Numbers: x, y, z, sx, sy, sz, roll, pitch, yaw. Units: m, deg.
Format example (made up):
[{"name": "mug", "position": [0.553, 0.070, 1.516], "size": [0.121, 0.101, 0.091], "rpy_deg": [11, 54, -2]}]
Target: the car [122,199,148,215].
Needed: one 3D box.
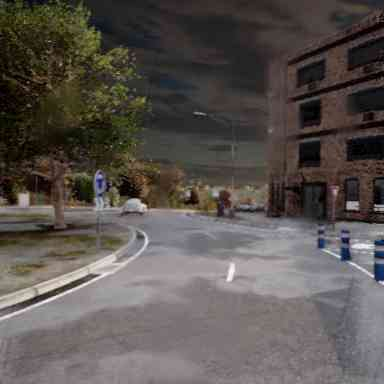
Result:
[{"name": "car", "position": [-5.314, 1.359, 31.247], "size": [1.812, 1.442, 4.674], "rpy_deg": [0, 0, -1]}]

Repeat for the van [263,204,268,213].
[{"name": "van", "position": [13.011, 3.202, 65.209], "size": [1.878, 1.987, 4.442], "rpy_deg": [1, -3, 24]}]

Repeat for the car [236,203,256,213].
[{"name": "car", "position": [8.600, 2.791, 55.019], "size": [2.002, 1.452, 4.674], "rpy_deg": [2, -3, 24]}]

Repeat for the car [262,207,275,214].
[{"name": "car", "position": [17.351, 4.133, 75.202], "size": [2.002, 1.452, 4.674], "rpy_deg": [1, -3, 24]}]

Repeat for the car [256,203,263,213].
[{"name": "car", "position": [10.771, 3.115, 60.058], "size": [2.163, 1.488, 4.792], "rpy_deg": [1, -3, 24]}]
